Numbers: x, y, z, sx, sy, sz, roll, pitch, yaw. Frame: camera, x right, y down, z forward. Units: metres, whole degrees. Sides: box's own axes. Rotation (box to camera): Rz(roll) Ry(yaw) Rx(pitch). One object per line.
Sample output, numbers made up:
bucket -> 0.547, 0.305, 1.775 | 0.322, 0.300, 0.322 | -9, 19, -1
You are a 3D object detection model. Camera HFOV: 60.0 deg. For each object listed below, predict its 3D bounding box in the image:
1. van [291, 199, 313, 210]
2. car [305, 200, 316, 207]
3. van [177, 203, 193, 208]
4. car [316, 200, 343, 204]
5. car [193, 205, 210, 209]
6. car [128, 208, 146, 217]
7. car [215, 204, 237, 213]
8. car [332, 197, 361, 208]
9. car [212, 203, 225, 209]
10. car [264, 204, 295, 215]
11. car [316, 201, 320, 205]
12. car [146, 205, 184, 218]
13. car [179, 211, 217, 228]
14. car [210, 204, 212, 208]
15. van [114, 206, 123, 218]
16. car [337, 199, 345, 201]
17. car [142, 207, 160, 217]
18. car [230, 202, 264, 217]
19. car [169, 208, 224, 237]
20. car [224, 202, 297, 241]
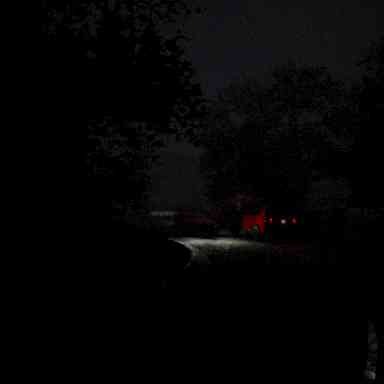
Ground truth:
van -> 22.161, 2.458, 67.063 | 1.878, 1.987, 4.442 | -1, -1, -19
car -> 15.820, 2.301, 51.284 | 2.435, 2.045, 5.566 | -1, -1, -19
van -> -1.816, 2.982, 59.232 | 1.878, 1.987, 4.442 | -1, -1, -19
car -> 21.103, 2.474, 53.057 | 2.163, 1.488, 4.792 | -1, -1, -19
car -> 0.894, 3.171, 59.984 | 2.163, 1.488, 4.792 | -1, -1, -19
car -> -9.741, 3.392, 56.438 | 2.097, 1.535, 5.008 | -1, -1, -19
car -> 6.191, 3.018, 61.806 | 2.097, 1.535, 5.008 | -1, -1, -19
car -> 32.758, 2.224, 70.718 | 2.435, 2.045, 5.566 | -1, -1, -19
car -> 5.381, 2.536, 47.767 | 2.435, 2.045, 5.566 | -1, -1, -19
car -> 13.194, 2.609, 50.368 | 2.097, 1.535, 5.008 | -1, -1, -19
car -> 18.482, 2.526, 52.113 | 2.163, 1.488, 4.792 | -1, -1, -19
car -> -4.040, 3.149, 49.814 | 4.674, 1.442, 1.812 | -1, -1, -19
car -> 0.448, 2.599, 32.021 | 2.128, 1.511, 4.902 | 2, -3, -18
car -> 3.599, 3.072, 60.732 | 1.946, 1.575, 5.366 | -1, -1, -19
van -> -12.439, 3.232, 55.653 | 1.878, 1.987, 4.442 | -1, -1, -19
car -> 23.748, 2.391, 53.923 | 2.097, 1.535, 5.008 | -1, -1, -19
car -> -7.092, 3.360, 57.355 | 2.163, 1.488, 4.792 | -1, -1, -19
car -> 7.903, 2.477, 48.618 | 2.435, 2.045, 5.566 | -1, -1, -19
car -> 0.175, 2.027, 21.772 | 1.882, 1.535, 5.008 | 2, -4, -17
car -> 4.132, 1.771, 20.172 | 2.150, 2.045, 5.566 | 2, -3, -15
